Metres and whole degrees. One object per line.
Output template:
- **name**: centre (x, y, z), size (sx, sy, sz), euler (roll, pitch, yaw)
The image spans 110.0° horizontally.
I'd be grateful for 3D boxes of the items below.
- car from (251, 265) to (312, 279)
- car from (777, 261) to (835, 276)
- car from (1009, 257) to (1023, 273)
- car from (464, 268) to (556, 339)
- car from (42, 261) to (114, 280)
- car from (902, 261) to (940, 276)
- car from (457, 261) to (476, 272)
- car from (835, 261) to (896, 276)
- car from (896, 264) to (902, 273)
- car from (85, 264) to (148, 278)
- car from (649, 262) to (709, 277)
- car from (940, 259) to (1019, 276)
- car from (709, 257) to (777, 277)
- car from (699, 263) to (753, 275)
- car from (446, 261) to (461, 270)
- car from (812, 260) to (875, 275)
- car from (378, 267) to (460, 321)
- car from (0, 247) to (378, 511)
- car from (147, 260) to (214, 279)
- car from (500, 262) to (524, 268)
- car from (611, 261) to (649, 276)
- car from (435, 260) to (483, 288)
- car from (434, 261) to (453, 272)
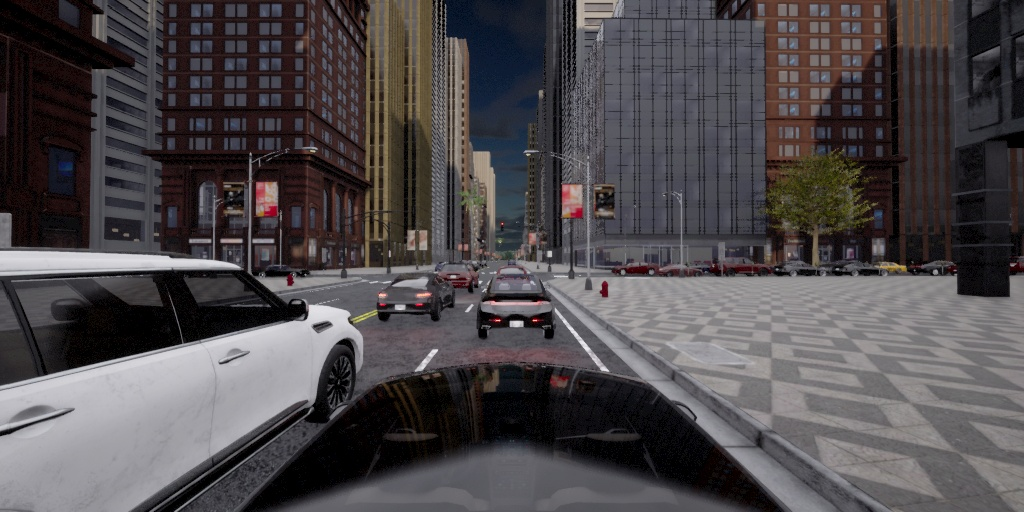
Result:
- **car**: centre (-22.414, 1.527, 34.978), size (4.718, 1.301, 1.895), euler (0, -1, -3)
- **car**: centre (26.578, 1.276, 33.145), size (4.313, 1.339, 1.948), euler (0, 0, -1)
- **car**: centre (49.130, 0.974, 33.505), size (5.009, 1.841, 2.192), euler (0, 0, -1)
- **car**: centre (0.095, 1.248, 10.103), size (2.128, 1.511, 4.902), euler (0, 0, 0)
- **car**: centre (-42.285, 1.369, 35.004), size (4.553, 1.767, 2.097), euler (0, -1, 1)
- **car**: centre (42.839, 1.207, 36.031), size (4.892, 1.490, 1.837), euler (0, -1, -1)
- **car**: centre (-6.619, 1.463, 52.227), size (2.128, 1.511, 4.902), euler (0, 0, 0)
- **car**: centre (32.215, 1.261, 33.235), size (4.313, 1.339, 1.948), euler (0, 0, -1)
- **car**: centre (43.191, 1.296, 41.936), size (4.829, 1.417, 1.751), euler (0, 0, -1)
- **car**: centre (-42.004, 1.579, 38.182), size (4.674, 1.442, 1.812), euler (0, -1, 0)
- **car**: centre (15.303, 1.328, 32.966), size (4.207, 1.307, 1.802), euler (0, 0, -1)
- **car**: centre (43.491, 1.215, 33.416), size (4.507, 1.381, 1.888), euler (0, 0, -1)
- **car**: centre (20.941, 1.041, 33.056), size (5.009, 1.841, 2.192), euler (0, 0, -1)
- **car**: centre (23.168, 1.389, 38.864), size (4.718, 1.301, 1.895), euler (0, -1, -1)
- **car**: centre (-9.852, 1.558, 60.873), size (1.812, 1.442, 4.674), euler (0, 0, 0)
- **car**: centre (35.980, 1.245, 39.054), size (4.902, 1.511, 2.128), euler (0, -1, -1)
- **car**: centre (-3.155, 1.288, 12.414), size (1.812, 1.442, 4.674), euler (0, 0, 0)
- **car**: centre (-3.155, 0.972, 2.635), size (2.150, 2.045, 5.566), euler (0, 0, 0)
- **car**: centre (-32.232, 1.323, 34.986), size (4.553, 1.767, 2.097), euler (0, -1, 0)
- **car**: centre (-0.008, 1.260, 19.603), size (1.882, 1.535, 5.008), euler (0, 0, 0)
- **car**: centre (13.251, 1.299, 38.719), size (5.008, 1.535, 1.882), euler (0, -1, -2)
- **car**: centre (-3.157, 1.142, 21.394), size (2.097, 1.767, 4.553), euler (0, 0, 0)
- **car**: centre (-9.859, 1.495, 51.950), size (1.812, 1.442, 4.674), euler (0, 0, 0)
